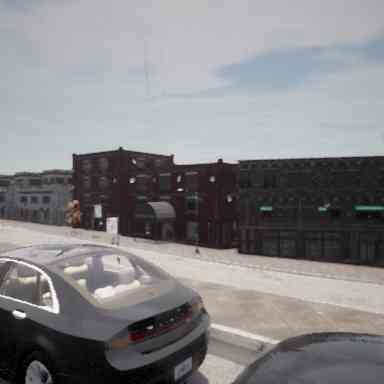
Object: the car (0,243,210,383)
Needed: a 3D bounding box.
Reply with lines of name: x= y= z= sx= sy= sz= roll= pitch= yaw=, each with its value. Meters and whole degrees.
car: x=-2.062 y=1.487 z=4.710 sx=4.892 sy=1.521 sz=2.231 roll=0 pitch=0 yaw=35
